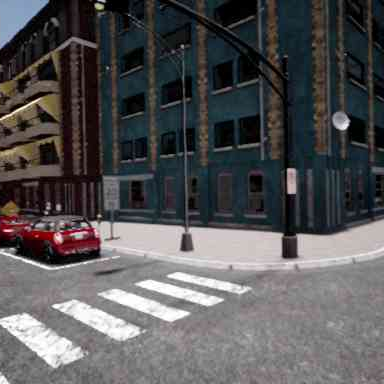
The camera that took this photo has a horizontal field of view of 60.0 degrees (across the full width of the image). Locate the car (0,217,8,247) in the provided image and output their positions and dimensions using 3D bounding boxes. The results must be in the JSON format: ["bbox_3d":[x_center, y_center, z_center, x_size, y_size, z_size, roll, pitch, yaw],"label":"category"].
[{"bbox_3d":[-9.236,1.893,16.779,4.206,1.307,1.802,-2,1,45],"label":"car"}]

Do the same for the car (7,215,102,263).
[{"bbox_3d":[-5.284,1.623,12.890,4.097,1.590,1.967,-2,1,45],"label":"car"}]
